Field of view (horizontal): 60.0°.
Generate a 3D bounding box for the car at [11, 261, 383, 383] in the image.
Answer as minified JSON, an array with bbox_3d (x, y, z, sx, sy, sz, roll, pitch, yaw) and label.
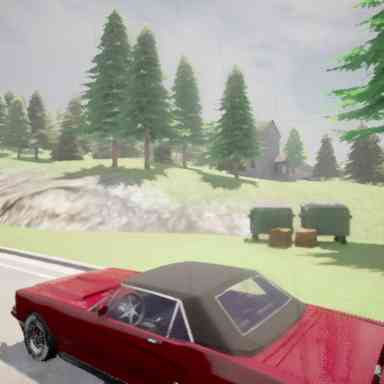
[{"bbox_3d":[-0.278,1.592,4.193,4.718,1.301,1.895,0,0,36],"label":"car"}]
